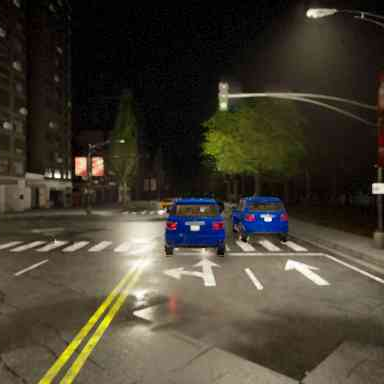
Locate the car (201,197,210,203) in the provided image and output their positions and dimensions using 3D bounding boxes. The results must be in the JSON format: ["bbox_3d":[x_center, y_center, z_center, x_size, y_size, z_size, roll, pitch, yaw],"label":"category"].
[{"bbox_3d":[3.249,1.920,80.632,1.812,1.442,4.674,0,0,0],"label":"car"}]

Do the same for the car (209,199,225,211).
[{"bbox_3d":[3.349,1.702,45.843,1.837,1.490,4.892,0,0,0],"label":"car"}]

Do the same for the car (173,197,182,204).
[{"bbox_3d":[-3.252,1.829,76.723,1.882,1.535,5.008,0,0,0],"label":"car"}]

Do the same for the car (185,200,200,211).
[{"bbox_3d":[0.099,1.797,45.450,1.895,1.301,4.718,0,0,0],"label":"car"}]

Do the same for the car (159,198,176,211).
[{"bbox_3d":[-3.328,1.677,46.153,1.882,1.535,5.008,0,0,2],"label":"car"}]

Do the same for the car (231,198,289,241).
[{"bbox_3d":[3.348,1.300,17.320,2.150,2.045,5.566,0,0,0],"label":"car"}]

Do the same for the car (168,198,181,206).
[{"bbox_3d":[-3.274,1.827,62.462,2.033,1.411,5.357,0,0,1],"label":"car"}]

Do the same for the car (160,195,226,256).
[{"bbox_3d":[0.100,1.282,13.524,2.150,2.045,5.566,0,0,0],"label":"car"}]
